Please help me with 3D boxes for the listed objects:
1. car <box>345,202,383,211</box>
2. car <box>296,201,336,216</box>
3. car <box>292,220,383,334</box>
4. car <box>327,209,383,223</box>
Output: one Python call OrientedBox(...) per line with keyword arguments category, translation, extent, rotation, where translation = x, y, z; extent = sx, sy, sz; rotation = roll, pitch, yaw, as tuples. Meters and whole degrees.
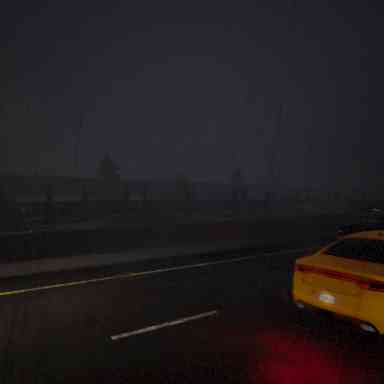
OrientedBox(category="car", translation=(17.053, 1.706, 32.868), extent=(4.902, 1.511, 2.128), rotation=(0, 0, -34))
OrientedBox(category="car", translation=(12.785, 1.674, 34.175), extent=(5.008, 1.535, 1.882), rotation=(0, 0, -35))
OrientedBox(category="car", translation=(4.133, 1.518, 6.599), extent=(5.008, 1.535, 1.882), rotation=(0, 0, -35))
OrientedBox(category="car", translation=(7.685, 1.612, 13.338), extent=(4.674, 1.442, 1.812), rotation=(0, 0, -35))
